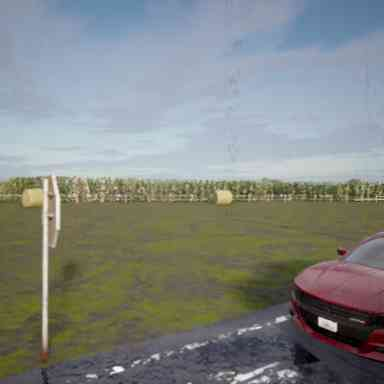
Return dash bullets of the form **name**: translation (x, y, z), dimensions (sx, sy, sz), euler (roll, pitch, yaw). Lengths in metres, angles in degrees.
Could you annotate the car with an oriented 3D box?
- **car**: translation (3.789, 1.425, 5.635), dimensions (5.008, 1.535, 1.882), euler (0, 1, -34)
